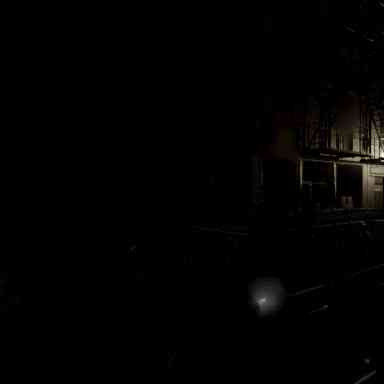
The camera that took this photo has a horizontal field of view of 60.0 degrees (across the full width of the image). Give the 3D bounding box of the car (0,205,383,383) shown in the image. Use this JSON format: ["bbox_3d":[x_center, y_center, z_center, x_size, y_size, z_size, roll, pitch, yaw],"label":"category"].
[{"bbox_3d":[0.577,1.221,3.782,5.566,2.045,2.150,0,0,-35],"label":"car"}]
